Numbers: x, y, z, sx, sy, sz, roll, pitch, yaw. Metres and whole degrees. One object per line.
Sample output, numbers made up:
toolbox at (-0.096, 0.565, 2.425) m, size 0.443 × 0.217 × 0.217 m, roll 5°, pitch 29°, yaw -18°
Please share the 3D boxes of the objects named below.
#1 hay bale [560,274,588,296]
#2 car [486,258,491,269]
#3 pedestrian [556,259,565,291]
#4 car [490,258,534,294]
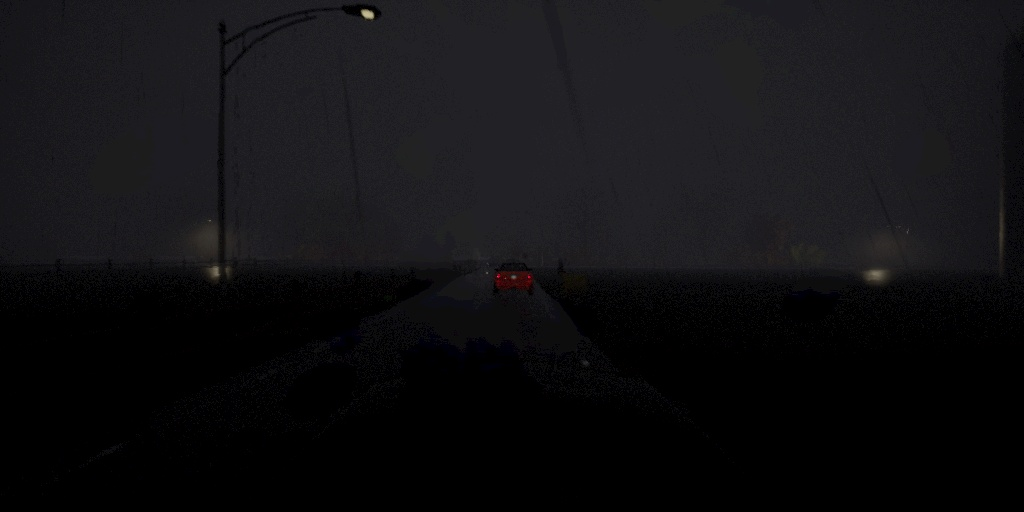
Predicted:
hay bale at (3.120, 1.390, 18.118) m, size 1.220 × 1.180 × 1.240 m, roll 0°, pitch 0°, yaw 0°
car at (-2.766, 1.059, 53.520) m, size 1.882 × 1.535 × 5.008 m, roll 0°, pitch 0°, yaw 0°
pedestrian at (2.665, 1.035, 19.238) m, size 0.375 × 1.860 × 0.375 m, roll 0°, pitch 1°, yaw -1°
car at (0.091, 1.083, 20.239) m, size 2.097 × 1.767 × 4.553 m, roll 0°, pitch 0°, yaw 0°
